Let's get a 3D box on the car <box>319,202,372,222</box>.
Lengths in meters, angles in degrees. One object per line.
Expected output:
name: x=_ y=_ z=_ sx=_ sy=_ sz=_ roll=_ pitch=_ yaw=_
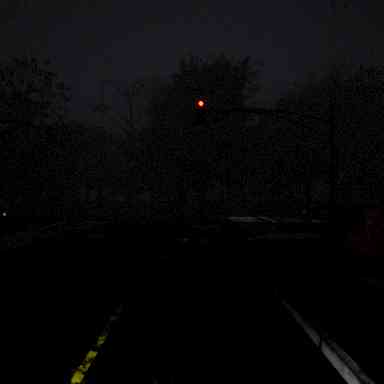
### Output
car: x=13.053 y=1.653 z=26.412 sx=4.718 sy=1.301 sz=1.895 roll=0 pitch=0 yaw=0

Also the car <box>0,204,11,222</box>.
car: x=-15.584 y=1.164 z=22.862 sx=5.566 sy=2.045 sz=2.150 roll=0 pitch=0 yaw=0

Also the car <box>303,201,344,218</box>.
car: x=12.455 y=1.544 z=29.660 sx=4.902 sy=1.511 sz=2.128 roll=0 pitch=0 yaw=0
